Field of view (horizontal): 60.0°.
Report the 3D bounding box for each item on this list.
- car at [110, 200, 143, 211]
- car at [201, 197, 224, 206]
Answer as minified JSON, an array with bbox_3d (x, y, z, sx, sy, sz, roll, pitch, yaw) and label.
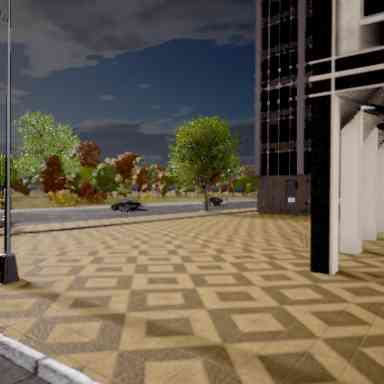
[{"bbox_3d":[-8.094,1.653,41.427,1.994,1.385,4.181,1,1,38],"label":"car"},{"bbox_3d":[3.472,1.627,55.965,1.837,1.490,4.892,1,1,38],"label":"car"}]
